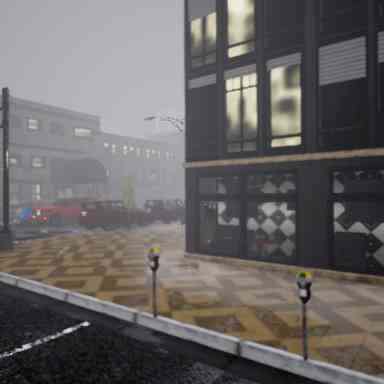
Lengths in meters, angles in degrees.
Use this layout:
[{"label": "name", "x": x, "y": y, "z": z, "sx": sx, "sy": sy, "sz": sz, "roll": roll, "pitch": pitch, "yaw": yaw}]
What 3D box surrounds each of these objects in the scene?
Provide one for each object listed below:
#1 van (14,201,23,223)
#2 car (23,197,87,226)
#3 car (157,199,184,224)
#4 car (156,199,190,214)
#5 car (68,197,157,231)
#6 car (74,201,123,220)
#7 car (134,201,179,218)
[{"label": "van", "x": -11.782, "y": 1.531, "z": 26.279, "sx": 1.690, "sy": 1.788, "sz": 3.998, "roll": -1, "pitch": -1, "yaw": 35}, {"label": "car", "x": -9.329, "y": 1.390, "z": 25.257, "sx": 2.150, "sy": 2.045, "sz": 5.566, "roll": -1, "pitch": -1, "yaw": 35}, {"label": "car", "x": -1.750, "y": 1.446, "z": 25.936, "sx": 2.192, "sy": 1.841, "sz": 5.009, "roll": -1, "pitch": -1, "yaw": 35}, {"label": "car", "x": -2.188, "y": 1.688, "z": 39.792, "sx": 1.967, "sy": 1.590, "sz": 4.097, "roll": -1, "pitch": -1, "yaw": 35}, {"label": "car", "x": -4.947, "y": 1.427, "z": 21.431, "sx": 2.192, "sy": 1.841, "sz": 5.009, "roll": -1, "pitch": -1, "yaw": 35}, {"label": "car", "x": -8.583, "y": 1.648, "z": 30.782, "sx": 1.967, "sy": 1.590, "sz": 4.097, "roll": -1, "pitch": -1, "yaw": 35}, {"label": "car", "x": -3.488, "y": 1.728, "z": 33.464, "sx": 1.812, "sy": 1.442, "sz": 4.674, "roll": -1, "pitch": -1, "yaw": 36}]
